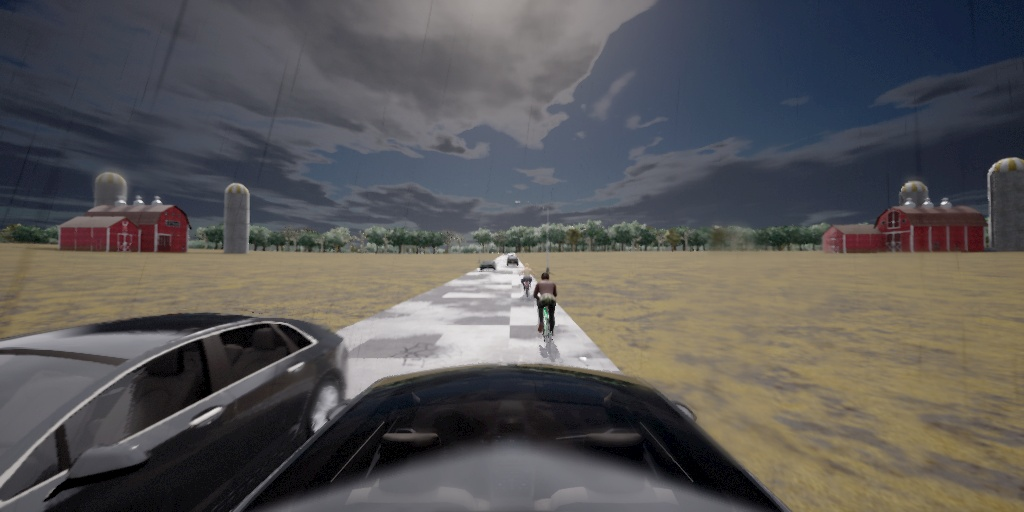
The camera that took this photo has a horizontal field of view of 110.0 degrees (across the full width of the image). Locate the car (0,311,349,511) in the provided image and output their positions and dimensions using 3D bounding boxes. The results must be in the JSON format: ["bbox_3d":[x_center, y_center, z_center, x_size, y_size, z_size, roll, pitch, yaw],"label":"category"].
[{"bbox_3d":[-2.850,1.255,2.379,1.837,1.490,4.892,0,0,0],"label":"car"}]

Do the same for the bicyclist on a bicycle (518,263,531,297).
[{"bbox_3d":[0.736,1.152,17.669,0.866,1.612,1.509,0,0,0],"label":"bicyclist on a bicycle"}]

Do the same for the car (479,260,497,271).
[{"bbox_3d":[-2.843,1.122,43.010,1.895,1.301,4.718,0,1,0],"label":"car"}]

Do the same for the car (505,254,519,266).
[{"bbox_3d":[0.103,0.787,60.277,1.882,1.535,5.008,0,0,0],"label":"car"}]

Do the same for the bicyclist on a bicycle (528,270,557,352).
[{"bbox_3d":[0.757,1.198,7.990,0.582,1.620,1.656,0,0,0],"label":"bicyclist on a bicycle"}]
